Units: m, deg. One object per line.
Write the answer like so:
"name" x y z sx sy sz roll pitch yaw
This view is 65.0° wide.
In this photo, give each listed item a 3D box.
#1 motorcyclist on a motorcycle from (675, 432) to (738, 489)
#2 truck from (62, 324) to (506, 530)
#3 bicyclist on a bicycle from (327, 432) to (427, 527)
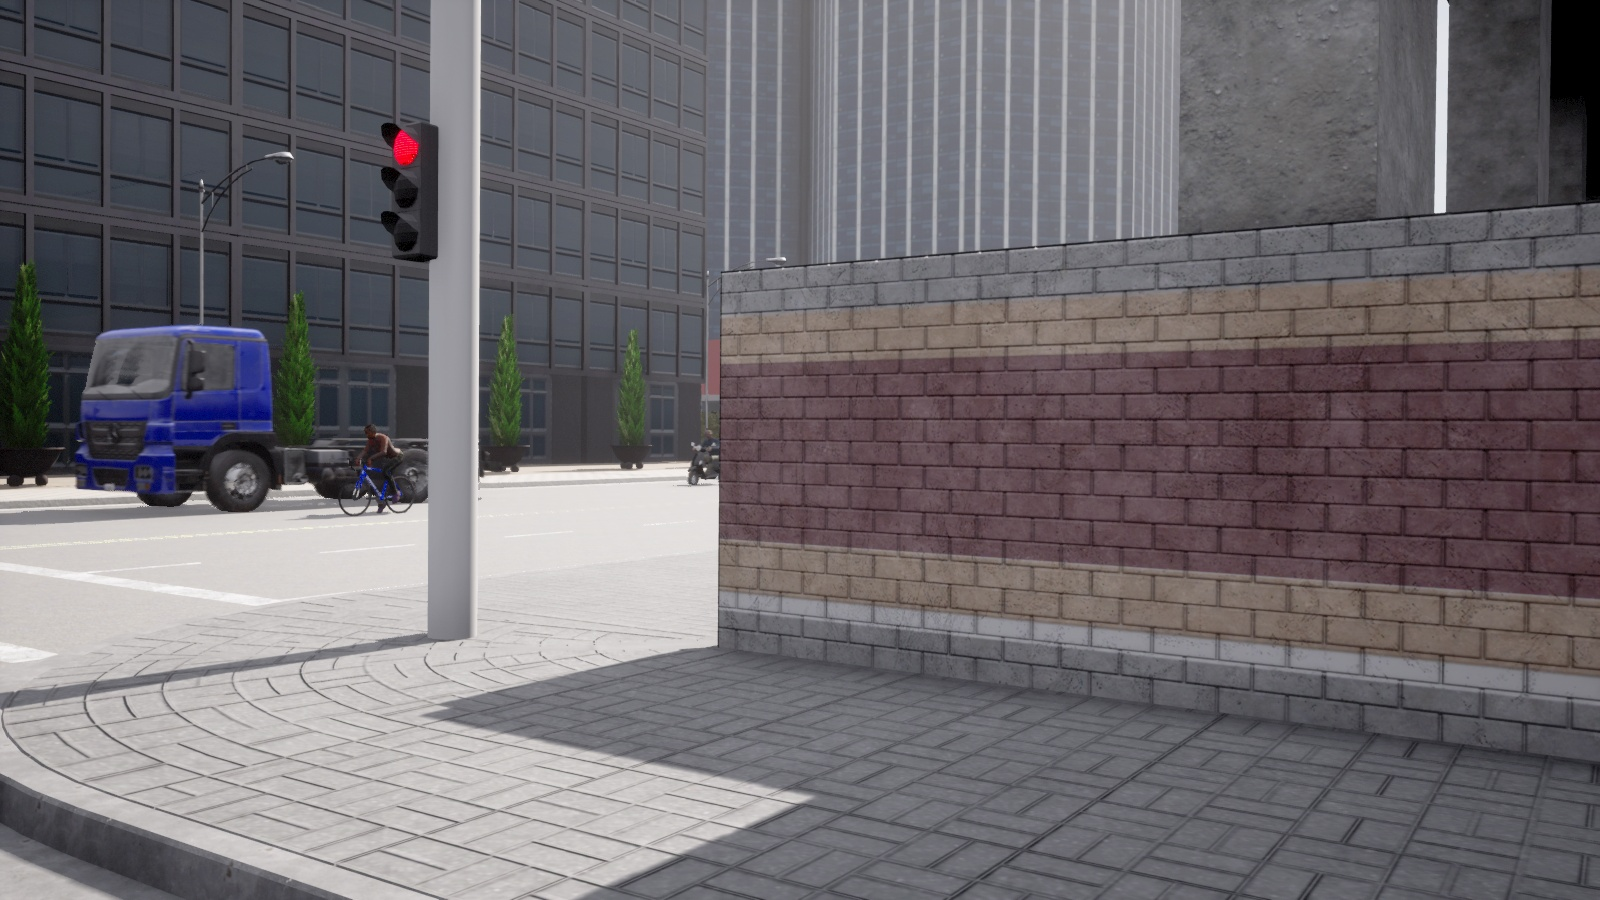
"motorcyclist on a motorcycle" -2.672 0.273 36.012 0.866 1.590 1.817 0 1 34
"truck" -9.917 -0.450 25.208 2.891 3.462 7.936 0 1 34
"bicyclist on a bicycle" -7.542 0.501 22.464 0.582 1.620 1.656 0 1 34
